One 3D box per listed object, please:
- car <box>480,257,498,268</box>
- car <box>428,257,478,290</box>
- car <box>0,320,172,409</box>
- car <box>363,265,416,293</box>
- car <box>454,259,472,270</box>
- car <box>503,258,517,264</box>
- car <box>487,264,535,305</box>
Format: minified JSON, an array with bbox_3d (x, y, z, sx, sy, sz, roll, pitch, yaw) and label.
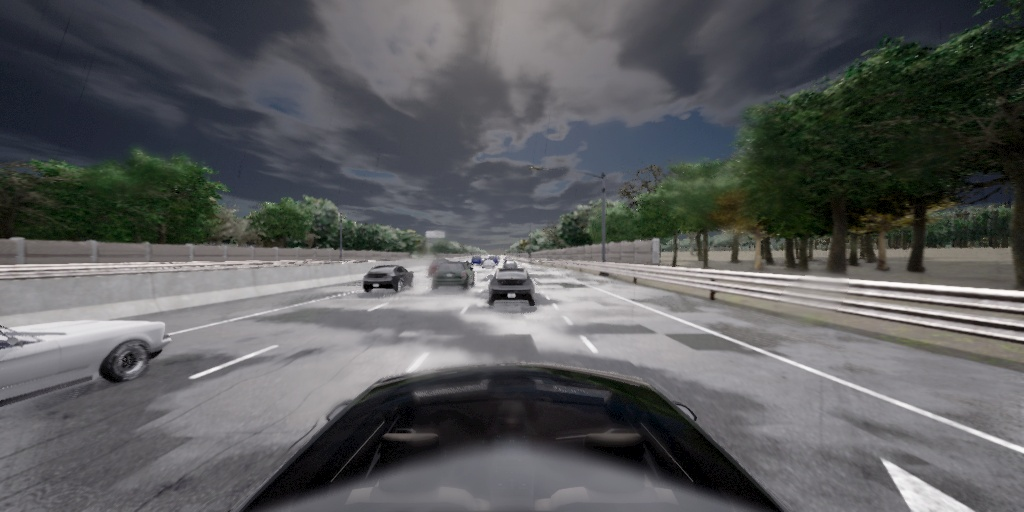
[{"bbox_3d":[-3.874,1.295,60.939,1.812,1.442,4.674,0,0,-1],"label":"car"},{"bbox_3d":[-3.550,1.112,22.482,2.097,1.767,4.553,0,0,0],"label":"car"},{"bbox_3d":[-7.000,1.354,4.204,1.895,1.301,4.718,0,0,0],"label":"car"},{"bbox_3d":[-7.044,1.268,20.974,1.837,1.490,4.892,0,0,0],"label":"car"},{"bbox_3d":[-7.291,1.254,53.763,2.128,1.511,4.902,0,0,-1],"label":"car"},{"bbox_3d":[-0.265,1.324,51.306,1.994,1.385,4.181,0,0,-1],"label":"car"},{"bbox_3d":[-0.026,1.265,16.129,1.837,1.490,4.892,0,0,0],"label":"car"}]
